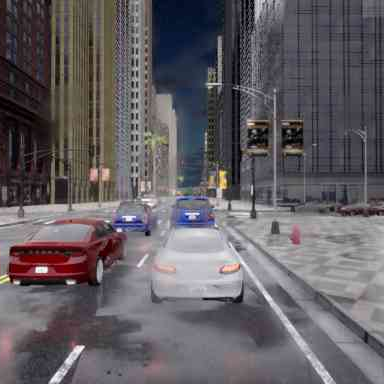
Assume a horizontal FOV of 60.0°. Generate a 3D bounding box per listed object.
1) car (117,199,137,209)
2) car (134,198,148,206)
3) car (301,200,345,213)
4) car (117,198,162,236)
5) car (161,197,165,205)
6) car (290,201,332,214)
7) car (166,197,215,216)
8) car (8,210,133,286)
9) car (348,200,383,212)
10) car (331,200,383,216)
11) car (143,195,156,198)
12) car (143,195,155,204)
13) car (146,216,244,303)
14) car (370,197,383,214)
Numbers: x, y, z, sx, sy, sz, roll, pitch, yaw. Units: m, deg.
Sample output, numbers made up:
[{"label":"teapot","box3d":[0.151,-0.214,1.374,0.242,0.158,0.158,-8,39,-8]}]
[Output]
[{"label":"car","box3d":[-9.804,1.778,50.931,2.033,1.411,5.357,0,0,0]},{"label":"car","box3d":[-9.744,1.848,63.787,1.812,1.442,4.674,0,-1,0]},{"label":"car","box3d":[15.217,1.662,38.687,4.313,1.339,1.947,0,0,-1]},{"label":"car","box3d":[-3.134,1.391,18.672,2.097,1.767,4.553,0,0,0]},{"label":"car","box3d":[-6.518,1.804,60.684,1.837,1.490,4.892,0,0,1]},{"label":"car","box3d":[12.826,1.636,35.900,4.181,1.385,1.994,0,-1,-1]},{"label":"car","box3d":[0.041,1.257,17.775,2.150,2.045,5.566,0,0,1]},{"label":"car","box3d":[-3.144,1.489,9.445,1.882,1.535,5.008,0,0,0]},{"label":"car","box3d":[20.857,1.642,38.769,4.313,1.339,1.947,0,0,-1]},{"label":"car","box3d":[15.340,1.576,30.163,4.206,1.307,1.802,0,0,-1]},{"label":"car","box3d":[-6.556,1.452,50.972,2.150,2.045,5.566,0,0,0]},{"label":"car","box3d":[-9.685,1.643,75.538,2.150,2.045,5.566,0,0,0]},{"label":"car","box3d":[0.105,1.534,8.073,1.812,1.442,4.674,0,0,0]},{"label":"car","box3d":[22.165,1.392,36.035,4.553,1.767,2.097,0,-1,-1]}]
